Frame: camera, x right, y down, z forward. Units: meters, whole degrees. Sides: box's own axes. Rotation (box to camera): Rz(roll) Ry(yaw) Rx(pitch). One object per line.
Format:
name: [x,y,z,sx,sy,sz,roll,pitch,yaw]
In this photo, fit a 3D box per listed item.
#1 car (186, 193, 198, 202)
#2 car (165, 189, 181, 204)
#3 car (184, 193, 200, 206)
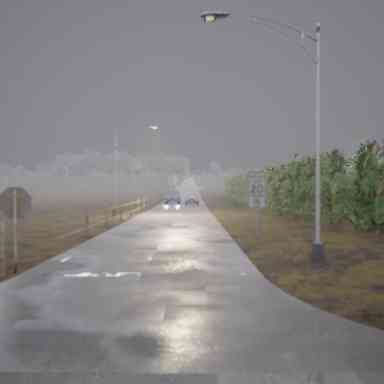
car: [-0.023,0.866,55.045,1.895,1.301,4.718,0,2,0]
car: [-2.771,0.657,49.149,2.150,2.045,5.566,0,1,0]
car: [-0.019,1.063,45.016,1.812,1.442,4.674,0,1,0]
